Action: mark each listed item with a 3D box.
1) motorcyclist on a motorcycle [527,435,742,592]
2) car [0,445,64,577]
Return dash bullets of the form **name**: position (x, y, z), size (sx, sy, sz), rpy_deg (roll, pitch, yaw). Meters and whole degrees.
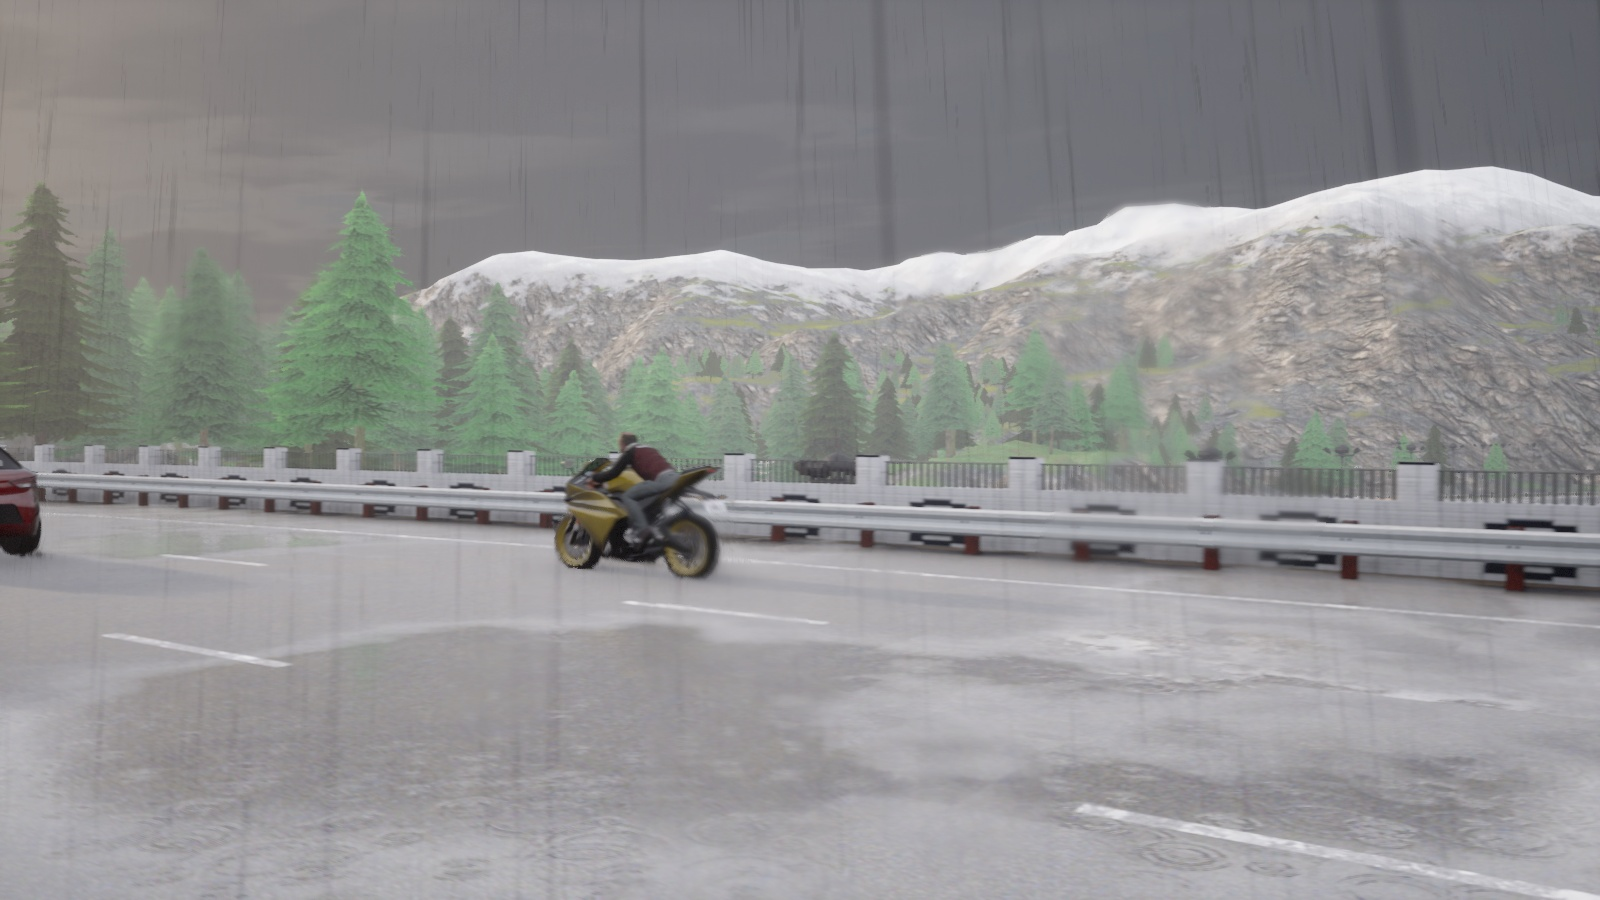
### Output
- **motorcyclist on a motorcycle**: position (-1.764, 0.617, 13.199), size (2.191, 1.530, 0.866), rpy_deg (0, 1, 34)
- **car**: position (-10.843, 0.713, 15.031), size (4.193, 1.474, 1.816), rpy_deg (-1, 1, 34)
